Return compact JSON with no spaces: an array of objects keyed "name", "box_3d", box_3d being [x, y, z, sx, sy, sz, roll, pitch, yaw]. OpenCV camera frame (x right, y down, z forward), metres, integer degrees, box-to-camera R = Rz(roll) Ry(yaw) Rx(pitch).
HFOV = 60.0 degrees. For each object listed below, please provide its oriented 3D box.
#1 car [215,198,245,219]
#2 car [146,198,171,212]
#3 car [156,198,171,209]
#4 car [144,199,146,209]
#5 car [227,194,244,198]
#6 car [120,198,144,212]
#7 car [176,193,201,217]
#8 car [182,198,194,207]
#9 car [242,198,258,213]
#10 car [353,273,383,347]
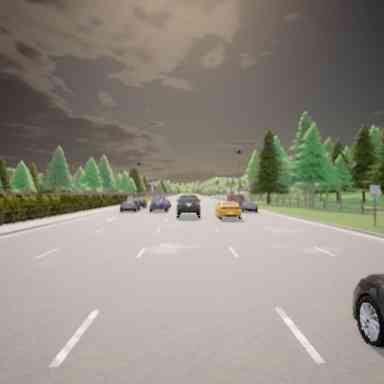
[{"name":"car","box_3d":[3.205,1.567,29.928,1.882,1.535,5.008,0,0,-1]},{"name":"car","box_3d":[-3.946,1.474,40.530,2.097,1.767,4.553,0,0,-1]},{"name":"car","box_3d":[-4.166,1.675,49.509,1.812,1.442,4.674,0,0,-1]},{"name":"car","box_3d":[-7.661,1.653,49.178,1.837,1.490,4.892,0,0,-1]},{"name":"car","box_3d":[6.351,1.365,48.316,2.150,2.045,5.566,0,0,-1]},{"name":"car","box_3d":[-7.444,1.686,40.275,1.994,1.385,4.181,0,0,0]},{"name":"car","box_3d":[-0.331,1.317,32.365,2.150,2.045,5.566,0,0,-1]},{"name":"car","box_3d":[-0.633,1.665,54.348,1.837,1.490,4.892,0,-1,-1]},{"name":"car","box_3d":[6.478,1.680,39.095,1.994,1.385,4.181,0,0,-1]},{"name":"car","box_3d":[3.528,1.515,3.459,1.837,1.490,4.892,0,0,0]}]
